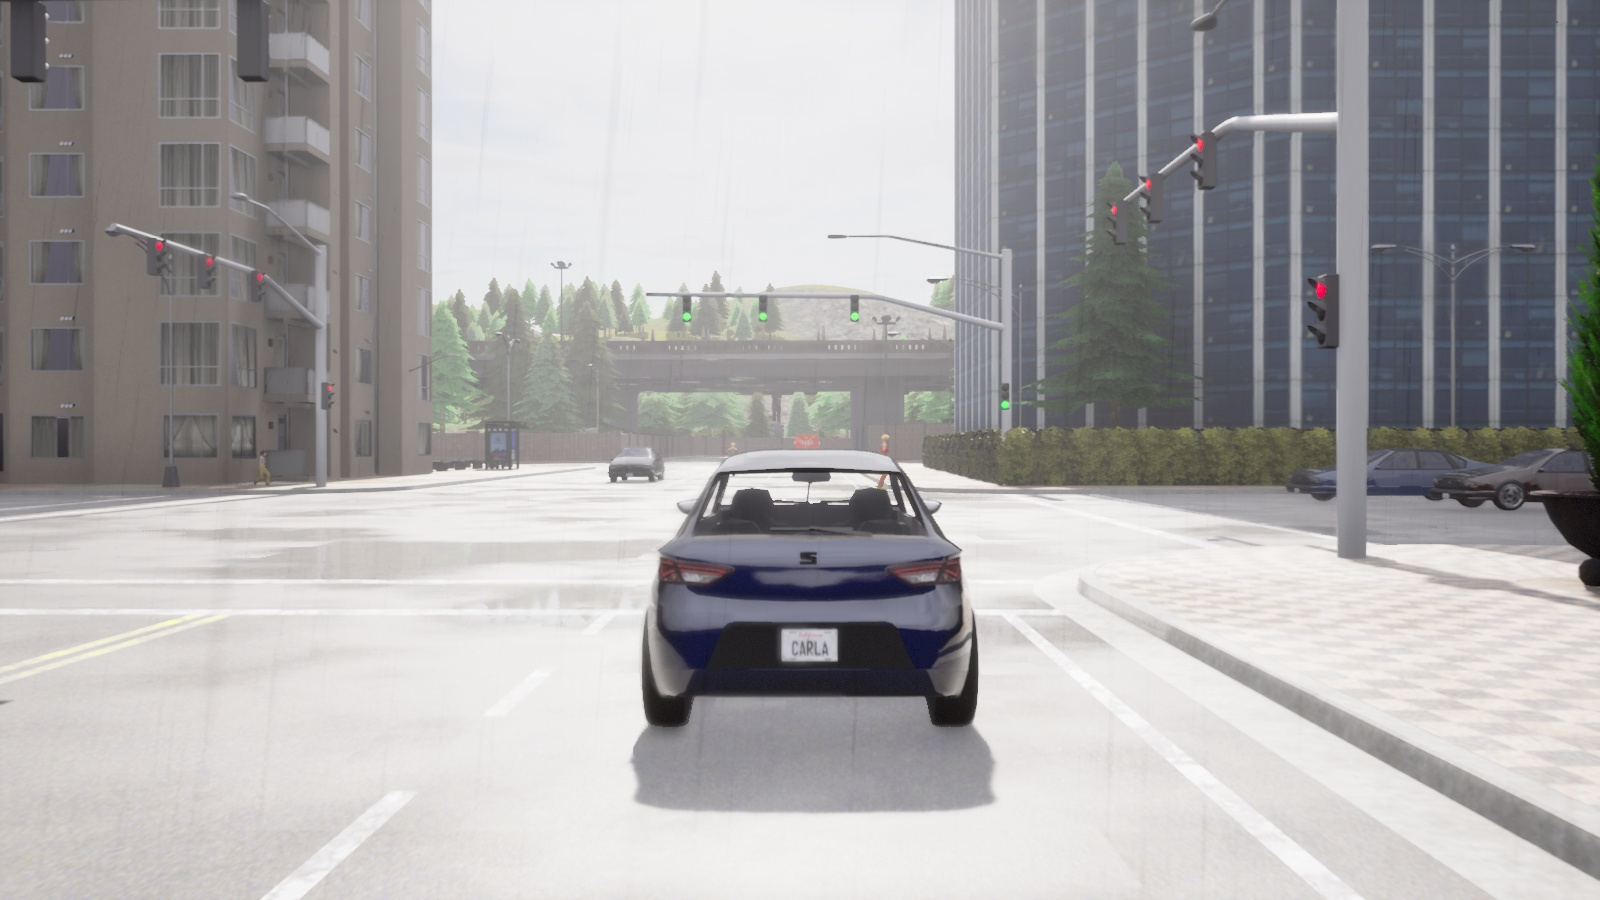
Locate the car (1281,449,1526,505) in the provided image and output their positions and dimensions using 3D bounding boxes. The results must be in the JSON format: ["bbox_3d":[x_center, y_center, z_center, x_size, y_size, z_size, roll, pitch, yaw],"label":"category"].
[{"bbox_3d":[15.534,0.676,32.515,5.357,1.411,2.033,0,0,0],"label":"car"}]

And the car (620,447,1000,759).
[{"bbox_3d":[0.060,0.728,8.104,1.816,1.474,4.193,0,0,0],"label":"car"}]

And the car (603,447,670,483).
[{"bbox_3d":[-6.696,0.580,51.983,2.033,1.411,5.357,0,0,0],"label":"car"}]

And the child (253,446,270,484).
[{"bbox_3d":[-17.953,0.503,41.845,0.437,1.263,0.270,0,0,2],"label":"child"}]

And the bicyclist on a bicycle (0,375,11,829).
[{"bbox_3d":[-3.463,0.598,4.054,0.659,1.776,1.843,0,0,0],"label":"bicyclist on a bicycle"}]

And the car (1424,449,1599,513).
[{"bbox_3d":[17.603,0.692,29.023,5.357,1.411,2.033,0,0,0],"label":"car"}]
